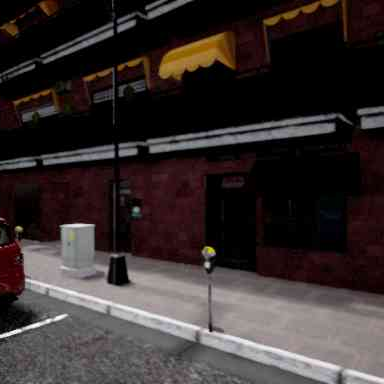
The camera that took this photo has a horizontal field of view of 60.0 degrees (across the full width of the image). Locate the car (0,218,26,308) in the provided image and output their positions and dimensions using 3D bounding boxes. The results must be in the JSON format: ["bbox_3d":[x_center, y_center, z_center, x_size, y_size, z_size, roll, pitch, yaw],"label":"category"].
[{"bbox_3d":[-5.362,1.340,6.717,5.009,1.841,2.192,0,-1,36],"label":"car"}]
